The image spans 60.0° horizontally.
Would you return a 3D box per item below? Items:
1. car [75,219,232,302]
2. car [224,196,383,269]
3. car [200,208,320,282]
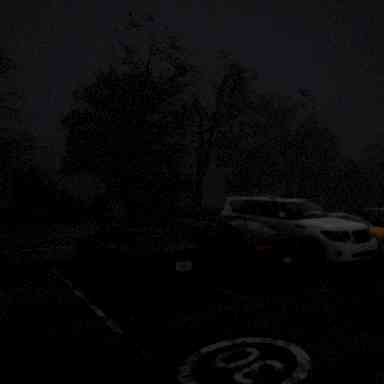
[{"bbox_3d":[-1.448,1.456,8.356,2.163,1.488,4.792,0,0,-34],"label":"car"},{"bbox_3d":[3.208,1.181,11.383,2.435,2.045,5.566,0,0,-34],"label":"car"},{"bbox_3d":[0.883,1.429,9.865,2.097,1.535,5.008,0,0,-34],"label":"car"}]
